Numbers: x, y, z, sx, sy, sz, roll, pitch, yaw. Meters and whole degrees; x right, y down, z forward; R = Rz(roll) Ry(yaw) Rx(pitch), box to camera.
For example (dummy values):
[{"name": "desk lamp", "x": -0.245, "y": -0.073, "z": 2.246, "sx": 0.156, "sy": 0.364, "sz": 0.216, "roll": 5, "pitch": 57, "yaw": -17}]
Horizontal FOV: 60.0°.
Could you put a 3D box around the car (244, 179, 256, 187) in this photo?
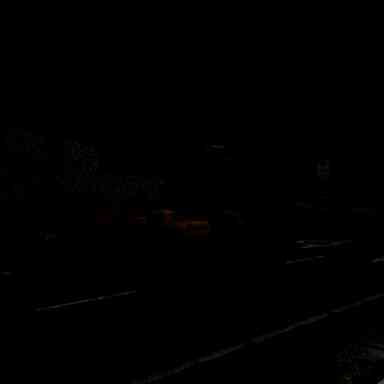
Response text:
[{"name": "car", "x": 13.647, "y": -1.816, "z": 69.983, "sx": 1.946, "sy": 1.575, "sz": 5.366, "roll": 7, "pitch": 3, "yaw": 35}]

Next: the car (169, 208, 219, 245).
[{"name": "car", "x": -1.686, "y": 1.501, "z": 15.532, "sx": 5.366, "sy": 1.575, "sz": 1.946, "roll": -1, "pitch": -1, "yaw": 34}]

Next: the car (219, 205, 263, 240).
[{"name": "car", "x": 0.918, "y": 1.547, "z": 17.164, "sx": 4.674, "sy": 1.452, "sz": 2.002, "roll": -1, "pitch": -1, "yaw": 35}]

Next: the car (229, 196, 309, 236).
[{"name": "car", "x": 3.342, "y": 1.260, "z": 18.925, "sx": 5.566, "sy": 2.045, "sz": 2.435, "roll": -1, "pitch": -1, "yaw": 35}]

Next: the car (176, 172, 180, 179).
[{"name": "car", "x": -2.215, "y": -4.366, "z": 91.793, "sx": 2.435, "sy": 2.045, "sz": 5.566, "roll": 1, "pitch": -1, "yaw": 34}]

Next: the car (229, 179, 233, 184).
[{"name": "car", "x": 10.065, "y": -2.321, "z": 74.760, "sx": 2.002, "sy": 1.452, "sz": 4.674, "roll": 7, "pitch": 3, "yaw": 35}]

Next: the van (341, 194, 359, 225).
[{"name": "van", "x": 8.389, "y": 1.294, "z": 22.308, "sx": 4.442, "sy": 1.987, "sz": 1.878, "roll": -1, "pitch": -1, "yaw": 35}]

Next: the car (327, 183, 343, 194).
[{"name": "car", "x": 23.944, "y": -0.430, "z": 55.049, "sx": 2.435, "sy": 2.045, "sz": 5.566, "roll": 7, "pitch": 3, "yaw": 35}]

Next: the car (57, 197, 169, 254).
[{"name": "car", "x": -4.003, "y": 1.246, "z": 13.701, "sx": 5.566, "sy": 2.045, "sz": 2.435, "roll": -1, "pitch": -1, "yaw": 34}]

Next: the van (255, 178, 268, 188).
[{"name": "van", "x": 15.225, "y": -1.768, "z": 67.254, "sx": 1.878, "sy": 1.987, "sz": 4.442, "roll": 7, "pitch": 4, "yaw": 35}]

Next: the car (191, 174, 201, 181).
[{"name": "car", "x": 3.093, "y": -3.703, "z": 84.518, "sx": 2.435, "sy": 2.045, "sz": 5.566, "roll": 7, "pitch": 3, "yaw": 34}]

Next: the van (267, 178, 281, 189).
[{"name": "van", "x": 16.958, "y": -1.495, "z": 64.786, "sx": 1.878, "sy": 1.987, "sz": 4.442, "roll": 7, "pitch": 4, "yaw": 35}]

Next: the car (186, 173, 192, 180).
[{"name": "car", "x": 1.295, "y": -3.854, "z": 86.981, "sx": 2.185, "sy": 1.767, "sz": 4.553, "roll": 6, "pitch": 3, "yaw": 34}]

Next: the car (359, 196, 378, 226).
[{"name": "car", "x": 10.795, "y": 1.401, "z": 24.063, "sx": 4.553, "sy": 1.767, "sz": 2.185, "roll": -1, "pitch": -1, "yaw": 35}]

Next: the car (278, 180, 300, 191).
[{"name": "car", "x": 18.722, "y": -0.996, "z": 62.426, "sx": 2.231, "sy": 1.521, "sz": 4.892, "roll": 7, "pitch": 3, "yaw": 35}]

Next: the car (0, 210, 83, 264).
[{"name": "car", "x": -6.445, "y": 1.523, "z": 11.952, "sx": 4.792, "sy": 1.488, "sz": 2.163, "roll": -1, "pitch": -1, "yaw": 34}]

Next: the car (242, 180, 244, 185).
[{"name": "car", "x": 11.811, "y": -2.048, "z": 72.300, "sx": 2.002, "sy": 1.452, "sz": 4.674, "roll": 7, "pitch": 3, "yaw": 35}]

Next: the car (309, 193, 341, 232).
[{"name": "car", "x": 5.853, "y": 1.265, "z": 20.634, "sx": 5.566, "sy": 2.045, "sz": 2.435, "roll": -1, "pitch": -1, "yaw": 35}]

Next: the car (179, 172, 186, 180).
[{"name": "car", "x": -0.439, "y": -4.089, "z": 89.448, "sx": 2.185, "sy": 1.767, "sz": 4.553, "roll": 4, "pitch": 1, "yaw": 33}]

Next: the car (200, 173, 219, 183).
[{"name": "car", "x": 4.948, "y": -3.180, "z": 82.262, "sx": 1.946, "sy": 1.575, "sz": 5.366, "roll": 7, "pitch": 3, "yaw": 34}]

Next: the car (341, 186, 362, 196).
[{"name": "car", "x": 25.639, "y": 0.132, "z": 52.579, "sx": 2.002, "sy": 1.452, "sz": 4.674, "roll": 7, "pitch": 3, "yaw": 35}]
